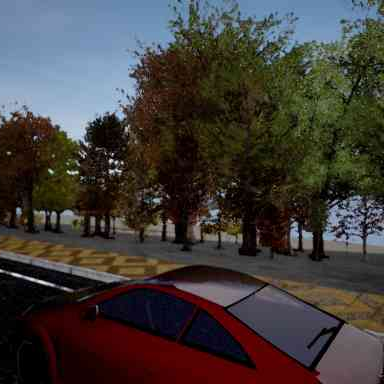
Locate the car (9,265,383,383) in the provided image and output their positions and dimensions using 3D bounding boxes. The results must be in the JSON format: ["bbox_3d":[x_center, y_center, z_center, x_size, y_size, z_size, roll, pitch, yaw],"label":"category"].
[{"bbox_3d":[-0.175,1.558,3.697,4.181,1.385,1.994,0,0,36],"label":"car"}]
